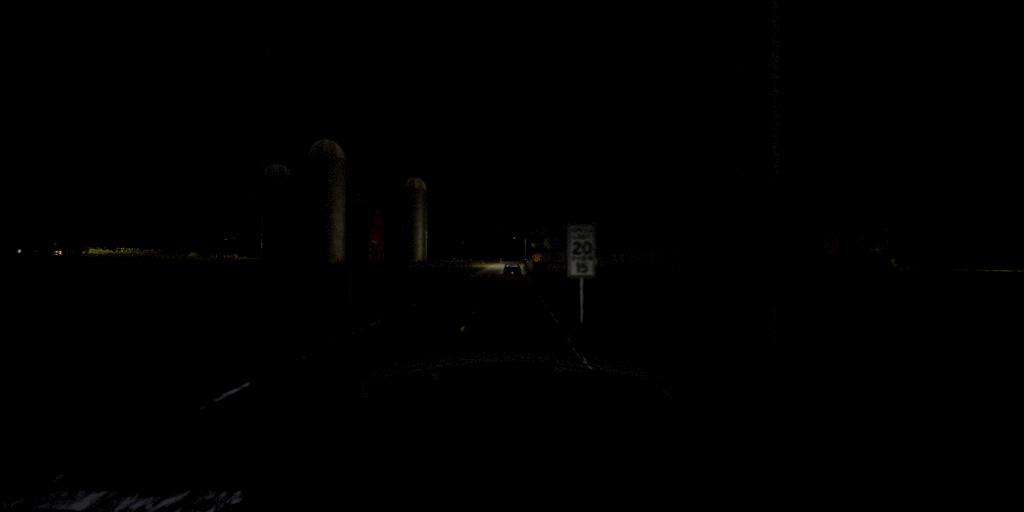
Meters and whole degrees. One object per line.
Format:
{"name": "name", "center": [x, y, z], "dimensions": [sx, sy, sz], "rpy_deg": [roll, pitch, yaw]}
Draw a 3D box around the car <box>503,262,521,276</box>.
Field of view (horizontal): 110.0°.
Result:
{"name": "car", "center": [0.022, 1.435, 38.523], "dimensions": [1.895, 1.301, 4.718], "rpy_deg": [0, 0, 0]}
